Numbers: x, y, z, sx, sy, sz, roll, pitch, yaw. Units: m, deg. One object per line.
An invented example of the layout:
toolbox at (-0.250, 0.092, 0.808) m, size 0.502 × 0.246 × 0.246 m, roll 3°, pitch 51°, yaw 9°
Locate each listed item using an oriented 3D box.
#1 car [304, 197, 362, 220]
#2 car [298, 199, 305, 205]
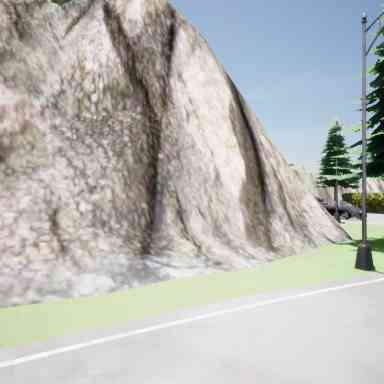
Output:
car at (12.393, 1.491, 28.315) m, size 2.128 × 1.511 × 4.902 m, roll 0°, pitch 0°, yaw -26°
car at (20.001, 1.513, 55.736) m, size 5.008 × 1.535 × 1.882 m, roll 0°, pitch 0°, yaw -30°
